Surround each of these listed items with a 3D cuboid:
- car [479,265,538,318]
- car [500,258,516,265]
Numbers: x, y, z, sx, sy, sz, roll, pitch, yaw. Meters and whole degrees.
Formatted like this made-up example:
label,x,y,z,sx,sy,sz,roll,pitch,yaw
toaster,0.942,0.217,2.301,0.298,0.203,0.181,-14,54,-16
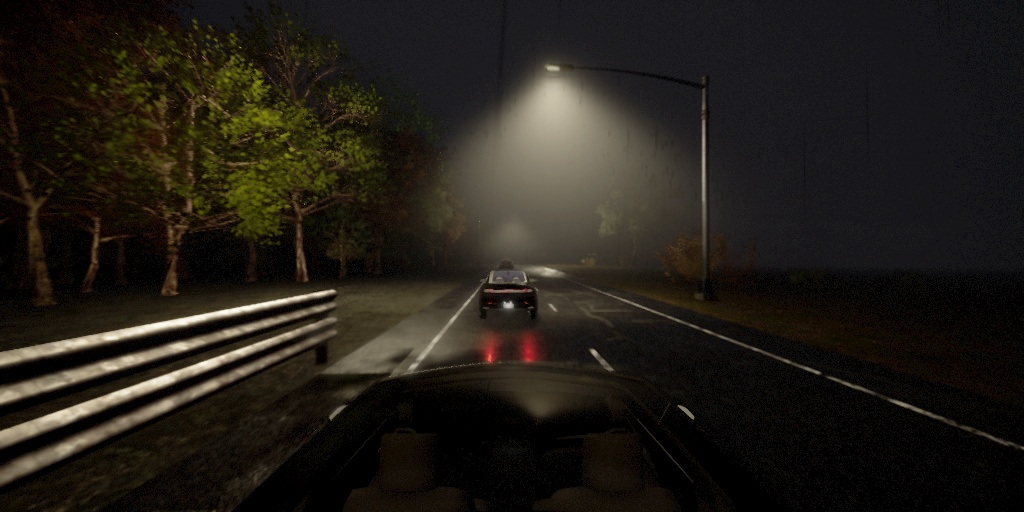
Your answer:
label,x,y,z,sx,sy,sz,roll,pitch,yaw
car,-0.140,1.252,12.948,2.128,1.511,4.902,0,0,-1
car,-0.793,1.339,53.230,1.994,1.385,4.181,0,0,-1
